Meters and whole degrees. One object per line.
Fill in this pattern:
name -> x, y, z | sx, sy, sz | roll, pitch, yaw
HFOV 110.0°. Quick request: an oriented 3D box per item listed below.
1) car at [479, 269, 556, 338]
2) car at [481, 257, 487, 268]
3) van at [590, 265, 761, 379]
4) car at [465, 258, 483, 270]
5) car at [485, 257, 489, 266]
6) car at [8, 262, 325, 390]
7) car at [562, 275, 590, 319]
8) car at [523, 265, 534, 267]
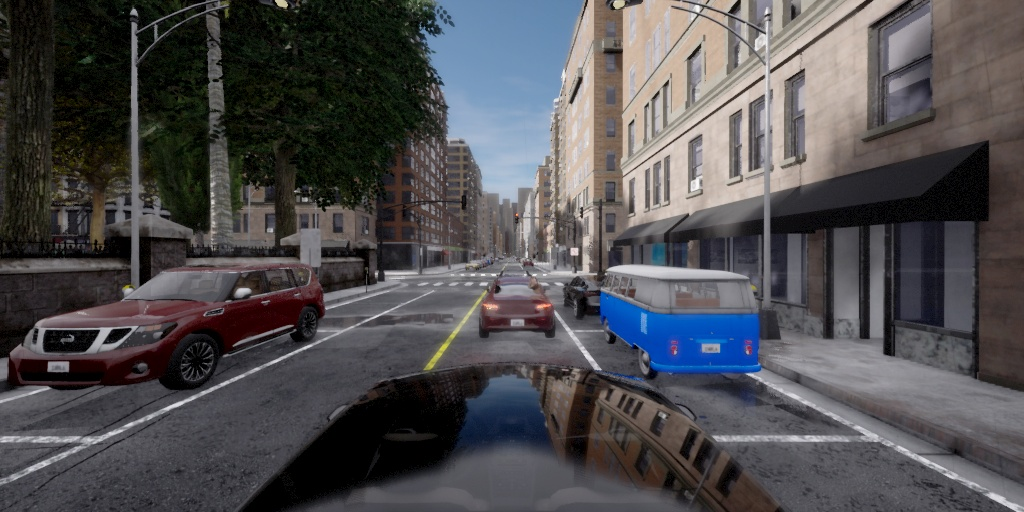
car -> 0.127, 1.274, 10.048 | 1.812, 1.442, 4.674 | 0, 0, 0
car -> -5.524, 1.272, 56.128 | 2.007, 1.370, 4.403 | 0, 0, 0
van -> 2.870, 1.090, 7.006 | 1.690, 1.789, 3.998 | 0, 0, 0
car -> -5.539, 1.249, 50.508 | 1.751, 1.417, 4.829 | 0, 0, 0
car -> -5.510, 1.266, 61.579 | 1.888, 1.381, 4.507 | 0, 0, 0
car -> -5.654, 1.064, 6.989 | 2.192, 1.841, 5.009 | 0, 0, 0
car -> 2.886, 1.313, 12.667 | 1.948, 1.339, 4.313 | 0, 0, 0
car -> 0.121, 1.345, 18.870 | 1.895, 1.301, 4.718 | 0, 0, -1
